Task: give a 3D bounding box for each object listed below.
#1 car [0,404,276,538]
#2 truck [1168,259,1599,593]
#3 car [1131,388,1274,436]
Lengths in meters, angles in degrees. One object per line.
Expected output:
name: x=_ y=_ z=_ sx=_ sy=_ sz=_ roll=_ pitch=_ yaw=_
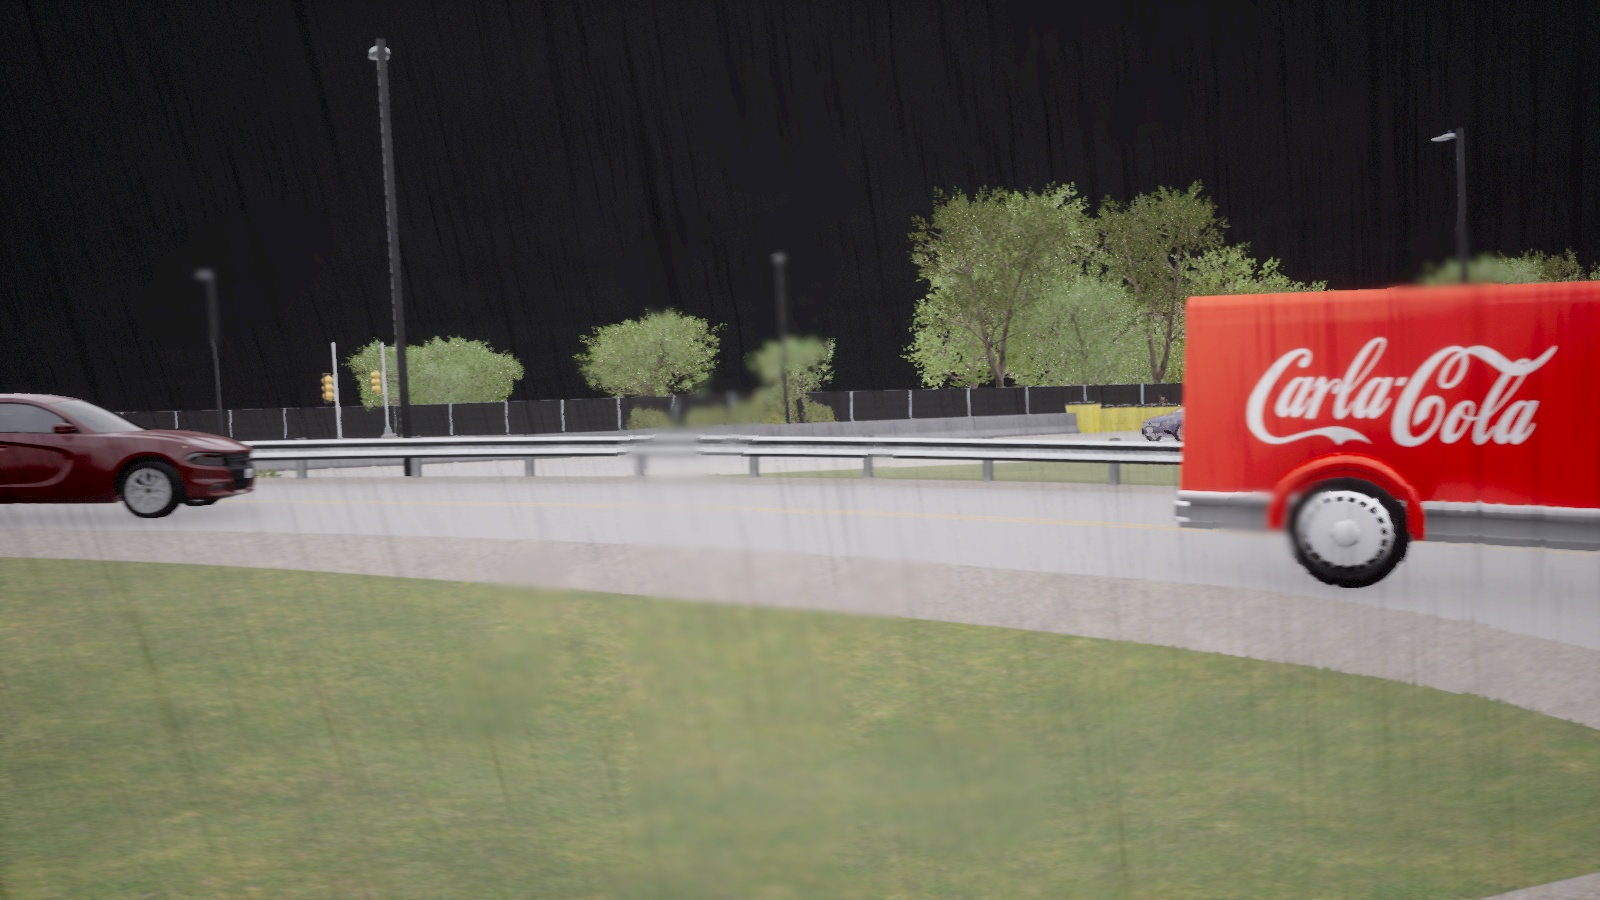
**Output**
car: x=-9.516 y=0.241 z=15.837 sx=5.008 sy=1.535 sz=1.882 roll=-1 pitch=2 yaw=-7
truck: x=6.084 y=-0.271 z=10.669 sx=5.204 sy=2.467 sz=2.627 roll=1 pitch=5 yaw=29
car: x=14.315 y=-1.356 z=44.652 sx=4.674 sy=1.442 sz=1.812 roll=-4 pitch=2 yaw=-21
